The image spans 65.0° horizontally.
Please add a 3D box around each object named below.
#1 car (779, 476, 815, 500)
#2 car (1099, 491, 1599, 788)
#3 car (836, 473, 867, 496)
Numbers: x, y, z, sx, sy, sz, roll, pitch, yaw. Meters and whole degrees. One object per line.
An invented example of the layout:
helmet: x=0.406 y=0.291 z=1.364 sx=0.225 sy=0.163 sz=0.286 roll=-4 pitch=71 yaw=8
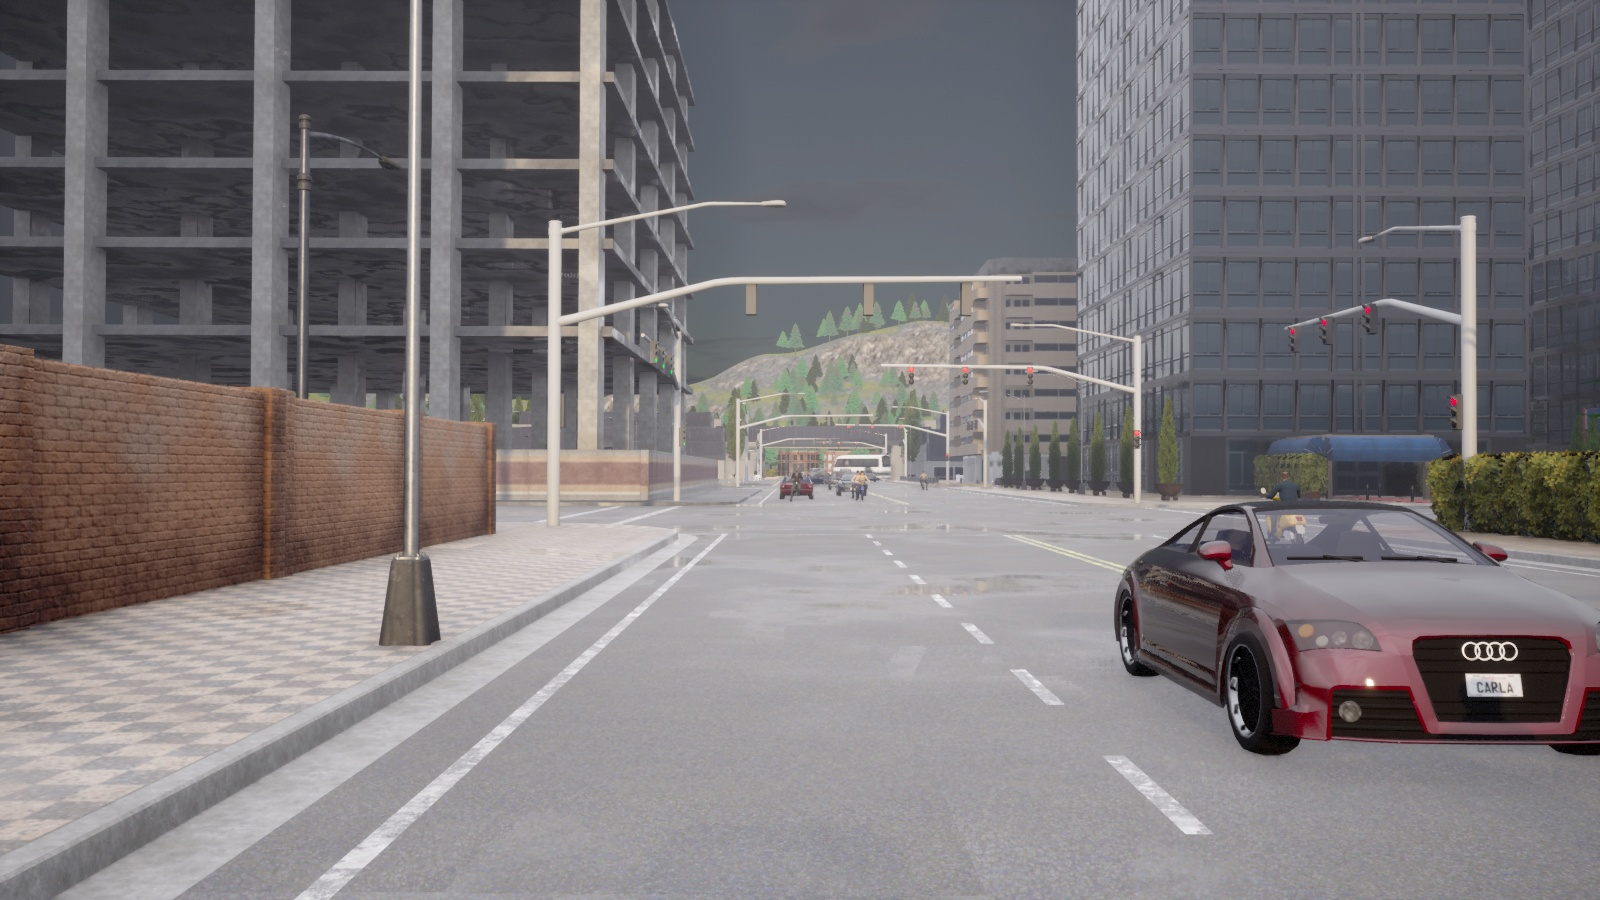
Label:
car: x=-0.164 y=2.091 z=70.149 sx=1.895 sy=1.301 sz=4.718 roll=0 pitch=-1 yaw=0
car: x=3.480 y=1.004 z=8.286 sx=1.994 sy=1.385 sz=4.181 roll=0 pitch=-1 yaw=0
car: x=3.309 y=2.183 z=80.926 sx=1.812 sy=1.442 sz=4.674 roll=0 pitch=-1 yaw=0
